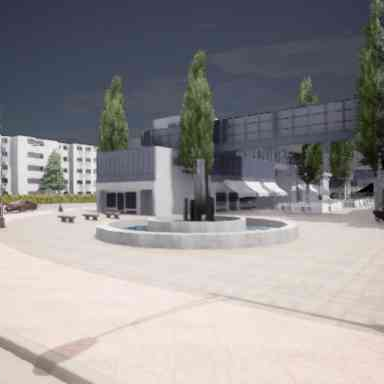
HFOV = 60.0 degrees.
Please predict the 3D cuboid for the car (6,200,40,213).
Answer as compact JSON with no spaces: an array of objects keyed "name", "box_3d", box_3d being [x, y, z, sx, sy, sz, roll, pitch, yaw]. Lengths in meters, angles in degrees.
[{"name":"car","box_3d":[-20.524,1.727,40.441,1.812,1.442,4.674,0,0,7]}]
